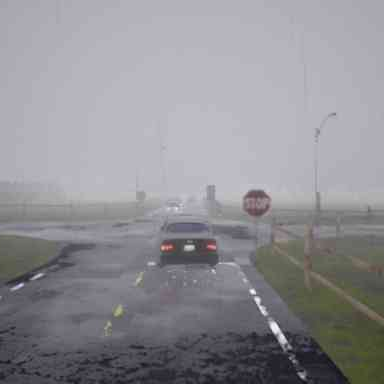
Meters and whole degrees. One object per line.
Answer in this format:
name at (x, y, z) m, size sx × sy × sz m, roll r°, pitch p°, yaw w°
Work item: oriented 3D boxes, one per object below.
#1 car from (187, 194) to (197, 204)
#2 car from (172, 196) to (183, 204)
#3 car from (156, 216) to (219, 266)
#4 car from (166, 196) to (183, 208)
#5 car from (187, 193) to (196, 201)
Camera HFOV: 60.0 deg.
car at (-0.034, 1.591, 66.701) m, size 2.033 × 1.411 × 5.357 m, roll 0°, pitch 0°, yaw 0°
car at (-2.802, 1.545, 65.773) m, size 1.837 × 1.490 × 4.892 m, roll 0°, pitch 0°, yaw 1°
car at (-0.272, 1.556, 11.554) m, size 2.033 × 1.411 × 5.357 m, roll 0°, pitch 0°, yaw -5°
car at (-2.856, 1.581, 50.157) m, size 2.033 × 1.411 × 5.357 m, roll 0°, pitch 0°, yaw 0°
car at (-0.040, 1.236, 77.090) m, size 2.097 × 1.767 × 4.553 m, roll 0°, pitch 0°, yaw 0°
